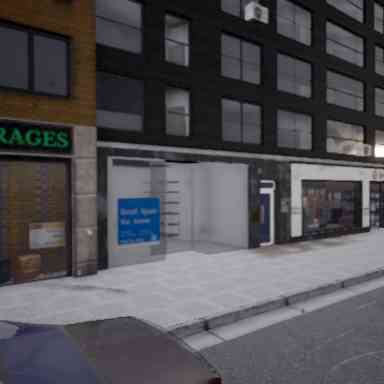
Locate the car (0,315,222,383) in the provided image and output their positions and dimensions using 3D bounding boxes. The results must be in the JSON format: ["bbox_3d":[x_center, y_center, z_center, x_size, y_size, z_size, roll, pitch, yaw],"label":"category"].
[{"bbox_3d":[-2.208,1.550,1.495,5.357,1.411,2.033,0,0,-35],"label":"car"}]
